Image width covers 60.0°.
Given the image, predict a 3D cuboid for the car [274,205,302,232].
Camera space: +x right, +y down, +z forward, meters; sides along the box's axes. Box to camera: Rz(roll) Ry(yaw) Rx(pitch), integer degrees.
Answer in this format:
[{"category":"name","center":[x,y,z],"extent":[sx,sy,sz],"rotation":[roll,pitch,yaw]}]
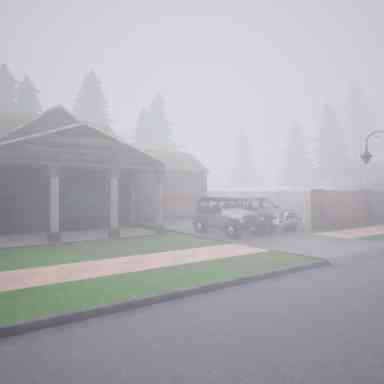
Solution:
[{"category":"car","center":[3.494,1.174,17.880],"extent":[1.932,1.855,4.605],"rotation":[0,0,-36]}]

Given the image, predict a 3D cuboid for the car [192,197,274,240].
[{"category":"car","center":[1.684,1.176,16.093],"extent":[1.905,1.878,3.866],"rotation":[0,0,-36]}]
